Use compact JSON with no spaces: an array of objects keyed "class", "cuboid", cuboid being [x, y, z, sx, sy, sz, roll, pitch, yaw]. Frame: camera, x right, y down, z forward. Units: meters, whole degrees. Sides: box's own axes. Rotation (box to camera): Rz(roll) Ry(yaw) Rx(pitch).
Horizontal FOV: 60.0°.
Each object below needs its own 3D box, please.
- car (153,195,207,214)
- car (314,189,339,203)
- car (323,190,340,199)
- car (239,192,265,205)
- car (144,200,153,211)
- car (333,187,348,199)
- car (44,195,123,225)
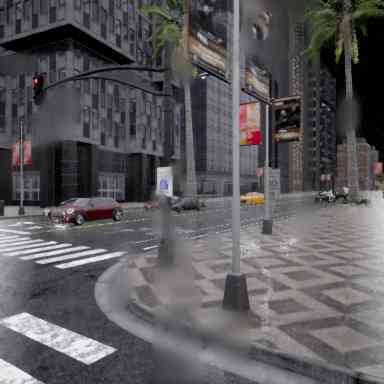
[{"class":"car","cuboid":[-0.739,1.089,29.870,2.033,1.411,5.357,0,1,35]},{"class":"car","cuboid":[17.823,0.677,44.481,1.837,1.490,4.892,0,1,35]},{"class":"car","cuboid":[25.768,0.353,61.321,1.882,1.535,5.008,0,1,36]},{"class":"car","cuboid":[7.408,0.781,41.337,1.882,1.535,5.008,0,2,36]},{"class":"car","cuboid":[-2.650,1.040,32.781,1.812,1.442,4.674,0,1,35]},{"class":"car","cuboid":[23.683,0.232,52.762,2.150,2.045,5.566,0,1,36]},{"class":"car","cuboid":[-6.689,1.075,21.467,2.097,1.767,4.553,0,1,35]}]
